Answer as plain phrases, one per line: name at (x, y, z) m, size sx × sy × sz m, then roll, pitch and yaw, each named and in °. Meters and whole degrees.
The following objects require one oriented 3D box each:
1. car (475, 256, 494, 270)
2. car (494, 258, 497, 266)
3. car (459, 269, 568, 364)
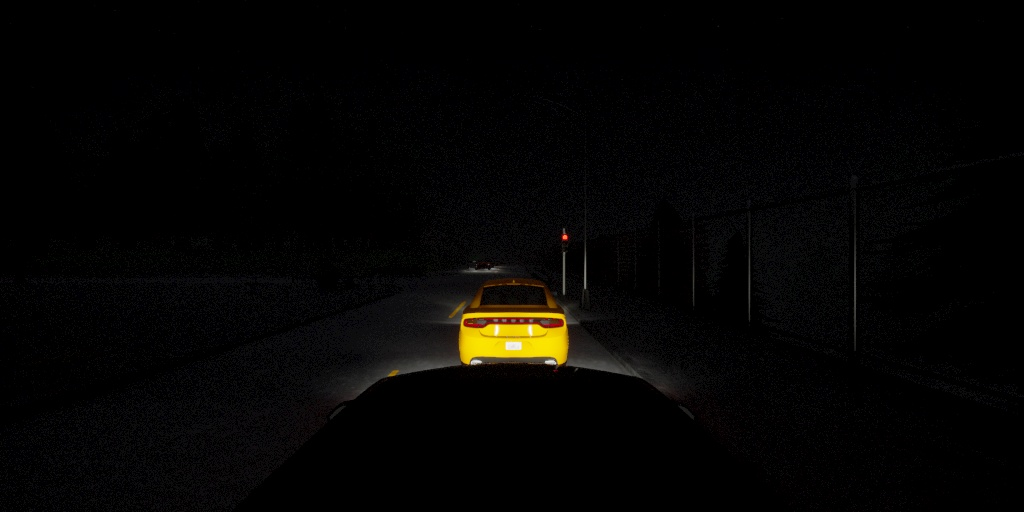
car at (-4.122, 1.102, 51.948) m, size 2.097 × 1.767 × 4.553 m, roll 0°, pitch 0°, yaw 0°
car at (-4.108, 1.351, 62.224) m, size 1.895 × 1.301 × 4.718 m, roll 0°, pitch 0°, yaw 0°
car at (0.043, 1.228, 7.979) m, size 1.882 × 1.535 × 5.008 m, roll 0°, pitch 0°, yaw 0°
